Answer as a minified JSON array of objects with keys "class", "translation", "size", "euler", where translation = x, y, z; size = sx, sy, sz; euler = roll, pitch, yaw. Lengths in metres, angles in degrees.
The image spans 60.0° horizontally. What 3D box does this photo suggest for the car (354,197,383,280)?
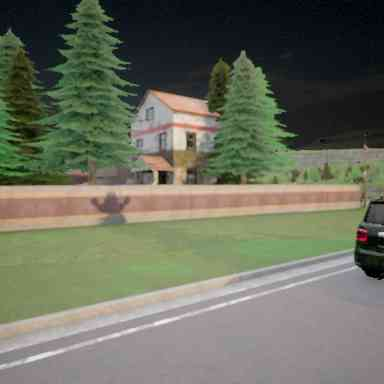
[{"class":"car","translation":[6.305,1.093,8.332],"size":[5.566,2.045,2.150],"euler":[-1,1,-36]}]
